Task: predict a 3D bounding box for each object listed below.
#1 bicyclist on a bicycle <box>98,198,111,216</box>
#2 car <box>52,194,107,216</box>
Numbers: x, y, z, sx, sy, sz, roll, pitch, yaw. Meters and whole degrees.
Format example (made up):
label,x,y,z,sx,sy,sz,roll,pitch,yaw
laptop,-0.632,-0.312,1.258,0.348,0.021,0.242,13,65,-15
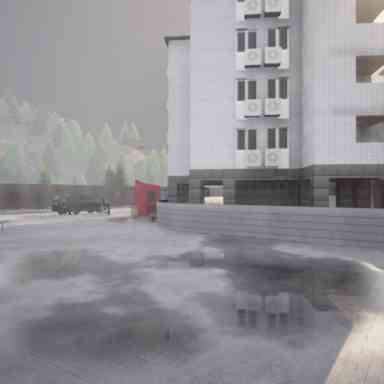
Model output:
label,x,y,z,sx,sy,sz,roll,pitch,yaw
bicyclist on a bicycle,-7.837,1.337,29.750,1.656,1.620,0.582,0,0,36
car,-10.903,1.207,32.769,2.150,2.045,5.566,0,0,36
